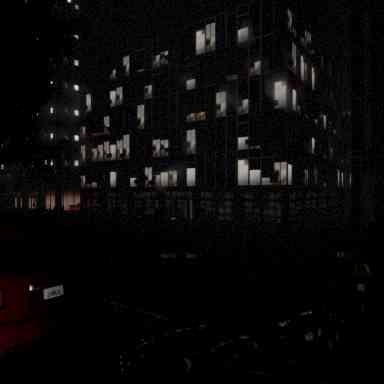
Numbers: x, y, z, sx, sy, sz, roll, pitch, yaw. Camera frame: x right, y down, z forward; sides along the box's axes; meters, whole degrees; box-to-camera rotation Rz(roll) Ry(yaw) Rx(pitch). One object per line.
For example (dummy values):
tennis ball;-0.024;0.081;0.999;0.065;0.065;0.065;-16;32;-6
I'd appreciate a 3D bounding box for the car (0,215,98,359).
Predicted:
car;-3.645;1.315;5.481;5.009;1.841;2.192;0;0;36

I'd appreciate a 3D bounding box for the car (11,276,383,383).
car;0.850;1.566;2.272;4.313;1.339;1.947;0;0;36
